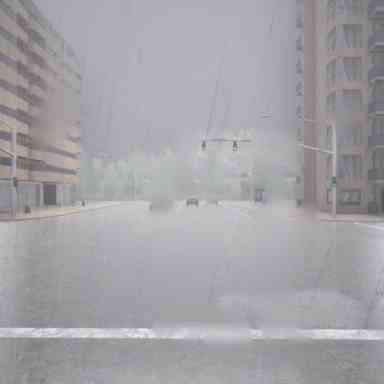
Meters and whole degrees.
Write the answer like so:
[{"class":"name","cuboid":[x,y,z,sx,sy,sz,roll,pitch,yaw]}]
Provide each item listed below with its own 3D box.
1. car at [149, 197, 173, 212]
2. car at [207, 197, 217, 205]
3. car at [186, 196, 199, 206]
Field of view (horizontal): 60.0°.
[{"class":"car","cuboid":[-3.624,1.352,38.272,2.097,1.767,4.553,0,0,0]},{"class":"car","cuboid":[3.704,1.547,60.774,2.033,1.411,5.357,0,0,4]},{"class":"car","cuboid":[0.055,1.504,54.494,1.837,1.490,4.892,0,0,0]}]
